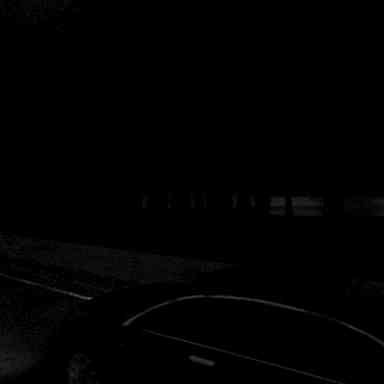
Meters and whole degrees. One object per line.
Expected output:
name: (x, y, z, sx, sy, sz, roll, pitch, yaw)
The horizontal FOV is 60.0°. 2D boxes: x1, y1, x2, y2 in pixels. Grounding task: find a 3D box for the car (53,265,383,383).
car: (0.618, 1.515, 3.243, 4.892, 1.490, 1.837, 0, 0, 35)
